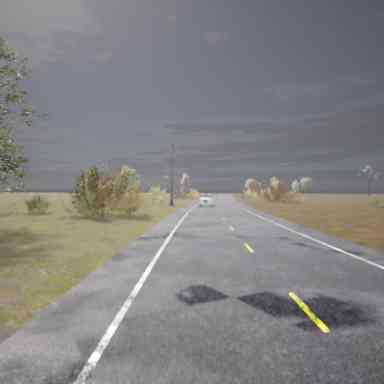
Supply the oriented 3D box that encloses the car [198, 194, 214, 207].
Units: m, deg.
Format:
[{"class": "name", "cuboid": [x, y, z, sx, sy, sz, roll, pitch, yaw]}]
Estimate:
[{"class": "car", "cuboid": [2.195, 1.274, 52.115, 2.150, 2.045, 5.566, 0, 0, 4]}]
